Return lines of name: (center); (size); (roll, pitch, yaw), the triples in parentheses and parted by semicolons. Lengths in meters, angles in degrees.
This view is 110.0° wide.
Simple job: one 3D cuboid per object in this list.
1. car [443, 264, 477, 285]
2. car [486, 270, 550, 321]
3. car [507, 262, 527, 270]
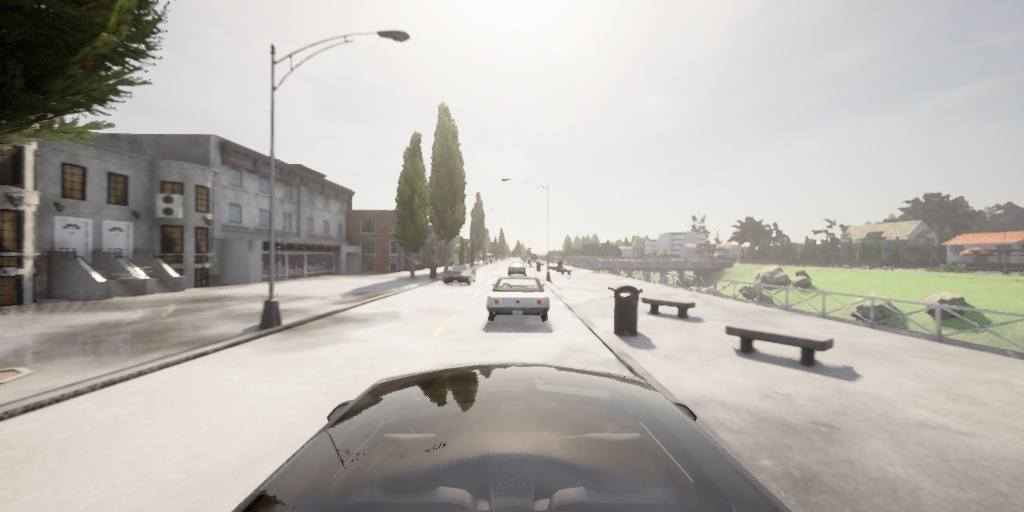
car: (-3.690, 1.312, 26.274); (2.033, 1.411, 5.357); (0, 0, 1)
car: (0.210, 1.345, 12.524); (1.895, 1.301, 4.718); (0, 0, 1)
car: (0.504, 1.278, 35.547); (2.033, 1.411, 5.357); (0, 0, 1)
